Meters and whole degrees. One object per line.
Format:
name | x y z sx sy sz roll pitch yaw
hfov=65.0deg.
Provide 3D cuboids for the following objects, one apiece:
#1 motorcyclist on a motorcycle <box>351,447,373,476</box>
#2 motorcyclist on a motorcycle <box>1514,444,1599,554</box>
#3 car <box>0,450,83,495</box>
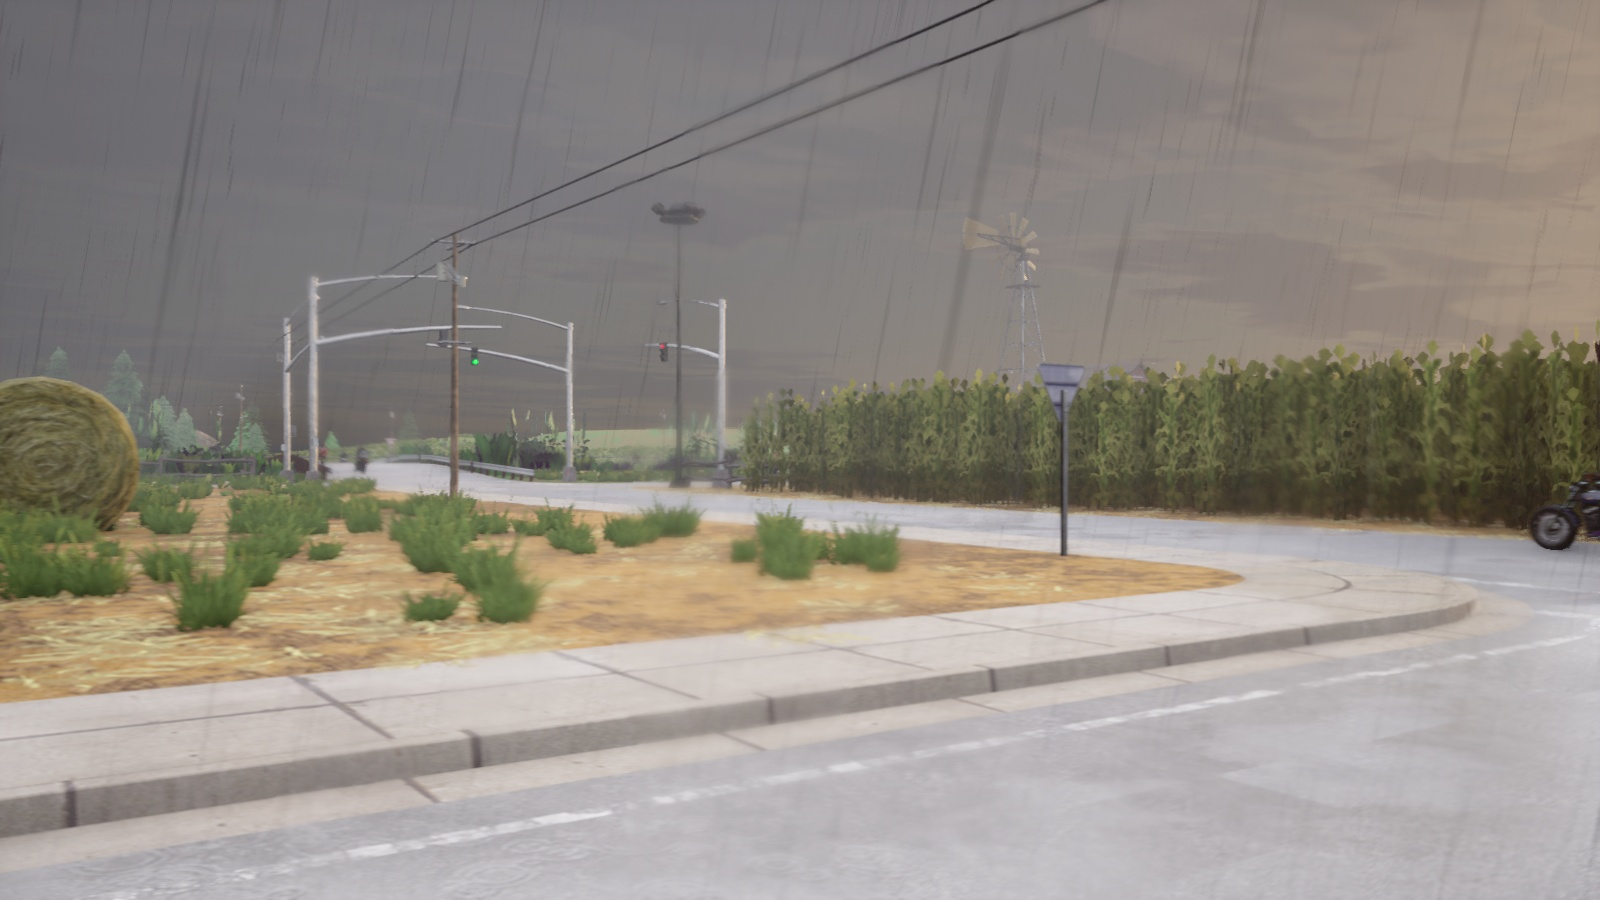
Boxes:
motorcyclist on a motorcycle | -24.841 0.656 71.198 0.866 1.530 2.191 0 3 -28
motorcyclist on a motorcycle | 12.303 0.735 19.162 0.766 1.649 2.350 0 0 -34
car | -29.894 0.845 47.388 4.856 1.649 2.033 0 0 -31
